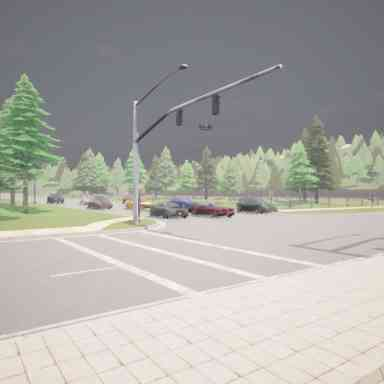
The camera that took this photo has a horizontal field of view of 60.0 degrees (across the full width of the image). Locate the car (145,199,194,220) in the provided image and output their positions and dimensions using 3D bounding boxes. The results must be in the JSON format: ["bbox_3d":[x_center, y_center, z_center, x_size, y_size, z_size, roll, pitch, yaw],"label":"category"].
[{"bbox_3d":[-2.010,1.563,28.451,1.994,1.385,4.181,0,0,-32],"label":"car"}]

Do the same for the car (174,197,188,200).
[{"bbox_3d":[-1.368,1.476,45.981,1.882,1.535,5.008,0,0,-35],"label":"car"}]

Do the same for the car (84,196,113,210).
[{"bbox_3d":[-11.801,1.351,42.563,2.097,1.767,4.553,0,0,-35],"label":"car"}]

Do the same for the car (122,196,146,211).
[{"bbox_3d":[-6.590,1.477,41.235,1.882,1.535,5.008,0,0,-35],"label":"car"}]

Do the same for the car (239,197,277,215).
[{"bbox_3d":[6.640,1.349,34.591,2.097,1.767,4.553,0,0,-35],"label":"car"}]

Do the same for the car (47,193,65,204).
[{"bbox_3d":[-25.573,1.225,62.297,2.150,2.045,5.566,0,0,-35],"label":"car"}]

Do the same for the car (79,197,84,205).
[{"bbox_3d":[-18.128,1.524,57.690,1.812,1.442,4.674,0,0,-35],"label":"car"}]

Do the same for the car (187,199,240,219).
[{"bbox_3d":[1.708,1.599,29.437,1.895,1.301,4.718,0,0,-35],"label":"car"}]

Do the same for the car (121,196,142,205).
[{"bbox_3d":[-10.831,1.476,59.479,1.882,1.535,5.008,0,0,-35],"label":"car"}]
